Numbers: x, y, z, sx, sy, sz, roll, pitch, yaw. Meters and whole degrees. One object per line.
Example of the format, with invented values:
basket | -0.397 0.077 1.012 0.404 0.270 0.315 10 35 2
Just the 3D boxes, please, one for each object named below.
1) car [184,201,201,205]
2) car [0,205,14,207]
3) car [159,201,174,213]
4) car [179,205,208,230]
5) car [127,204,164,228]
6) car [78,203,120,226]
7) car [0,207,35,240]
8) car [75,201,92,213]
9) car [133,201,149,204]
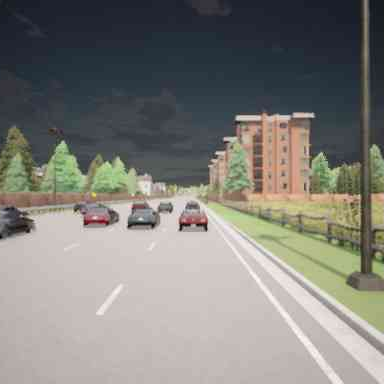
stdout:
car | 0.066 1.923 43.482 1.837 1.490 4.892 0 0 0
car | -13.914 1.742 24.544 1.837 1.490 4.892 0 0 0
car | -3.434 1.911 43.691 2.128 1.511 4.902 0 0 0
car | 0.086 1.821 22.885 1.895 1.301 4.718 0 -1 0
car | -3.414 1.796 24.133 1.994 1.385 4.181 0 0 0
car | -6.914 1.811 25.730 1.994 1.385 4.181 0 0 0
car | -10.411 1.740 18.310 1.994 1.385 4.181 0 -1 0
car | -10.421 1.892 35.978 2.033 1.411 5.357 0 -1 0
car | -6.940 1.911 45.230 1.882 1.535 5.008 0 0 0
